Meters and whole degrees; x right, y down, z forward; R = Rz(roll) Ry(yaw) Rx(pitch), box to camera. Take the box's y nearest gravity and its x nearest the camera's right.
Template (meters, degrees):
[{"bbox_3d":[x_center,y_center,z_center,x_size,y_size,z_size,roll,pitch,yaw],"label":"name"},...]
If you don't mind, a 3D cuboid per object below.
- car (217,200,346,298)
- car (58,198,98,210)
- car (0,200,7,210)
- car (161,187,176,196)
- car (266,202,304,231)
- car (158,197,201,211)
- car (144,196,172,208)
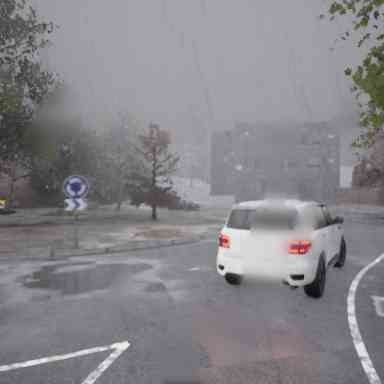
[{"bbox_3d":[2.655,1.220,8.948,2.150,2.045,5.566,0,0,31],"label":"car"},{"bbox_3d":[-14.773,1.570,43.301,4.902,1.511,2.128,0,0,-8],"label":"car"},{"bbox_3d":[-25.711,1.458,41.585,5.008,1.535,1.882,1,-1,-41],"label":"car"},{"bbox_3d":[-4.767,-0.025,66.614,2.150,2.045,5.566,0,5,7],"label":"car"},{"bbox_3d":[5.967,1.478,21.568,2.128,1.511,4.902,0,0,15],"label":"car"},{"bbox_3d":[-1.364,1.616,40.559,4.718,1.301,1.895,0,0,35],"label":"car"},{"bbox_3d":[-4.524,1.580,45.668,4.181,1.385,1.994,1,0,22],"label":"car"}]
